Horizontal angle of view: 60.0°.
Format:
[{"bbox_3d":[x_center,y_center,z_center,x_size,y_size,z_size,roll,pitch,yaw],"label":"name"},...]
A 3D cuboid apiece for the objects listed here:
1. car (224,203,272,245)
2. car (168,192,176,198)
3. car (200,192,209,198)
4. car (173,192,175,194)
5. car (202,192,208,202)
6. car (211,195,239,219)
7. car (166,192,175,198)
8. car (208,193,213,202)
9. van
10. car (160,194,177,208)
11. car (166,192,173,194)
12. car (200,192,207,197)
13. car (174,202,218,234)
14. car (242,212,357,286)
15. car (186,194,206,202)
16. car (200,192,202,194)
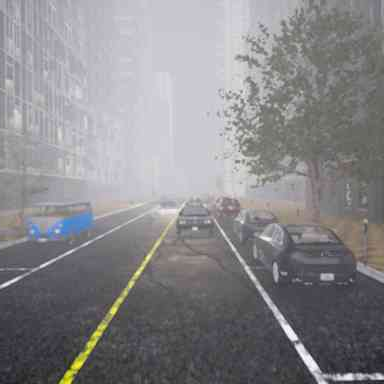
[{"bbox_3d":[2.760,1.406,14.564,2.008,1.369,4.403,0,1,0],"label":"car"},{"bbox_3d":[-5.241,0.764,88.612,1.947,1.339,4.313,0,1,0],"label":"car"},{"bbox_3d":[3.110,0.756,82.868,1.947,1.339,4.313,0,1,0],"label":"car"},{"bbox_3d":[-5.328,0.959,71.536,1.802,1.307,4.206,0,1,0],"label":"car"},{"bbox_3d":[2.964,1.028,54.409,1.887,1.381,4.507,0,1,0],"label":"car"},{"bbox_3d":[2.818,1.192,25.947,1.967,1.590,4.097,0,1,0],"label":"car"},{"bbox_3d":[-5.270,0.803,82.920,1.887,1.381,4.507,0,1,0],"label":"car"},{"bbox_3d":[2.846,1.140,31.639,1.967,1.590,4.097,0,1,0],"label":"car"},{"bbox_3d":[-5.622,1.265,14.609,1.690,1.788,3.998,0,0,0],"label":"van"},{"bbox_3d":[-2.799,1.264,40.586,1.895,1.301,4.718,0,1,0],"label":"car"},{"bbox_3d":[-5.357,0.981,65.843,1.887,1.381,4.507,0,1,0],"label":"car"},{"bbox_3d":[3.169,0.635,94.252,1.947,1.339,4.313,0,1,0],"label":"car"},{"bbox_3d":[0.164,1.445,18.143,1.895,1.301,4.718,0,1,1],"label":"car"},{"bbox_3d":[2.731,1.455,8.872,2.008,1.369,4.403,0,0,0],"label":"car"},{"bbox_3d":[0.283,1.223,38.276,1.994,1.385,4.181,0,1,0],"label":"car"},{"bbox_3d":[3.052,0.875,71.485,1.947,1.339,4.313,0,1,0],"label":"car"}]
